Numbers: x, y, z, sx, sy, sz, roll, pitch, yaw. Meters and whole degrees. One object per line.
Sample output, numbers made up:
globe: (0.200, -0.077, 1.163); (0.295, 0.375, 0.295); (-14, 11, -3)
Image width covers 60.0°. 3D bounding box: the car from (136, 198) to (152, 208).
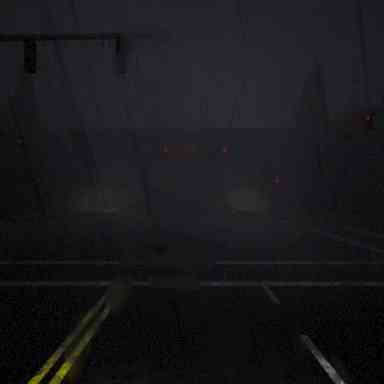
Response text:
car: (-7.563, 1.714, 52.906); (2.033, 1.411, 5.357); (0, 0, 0)
